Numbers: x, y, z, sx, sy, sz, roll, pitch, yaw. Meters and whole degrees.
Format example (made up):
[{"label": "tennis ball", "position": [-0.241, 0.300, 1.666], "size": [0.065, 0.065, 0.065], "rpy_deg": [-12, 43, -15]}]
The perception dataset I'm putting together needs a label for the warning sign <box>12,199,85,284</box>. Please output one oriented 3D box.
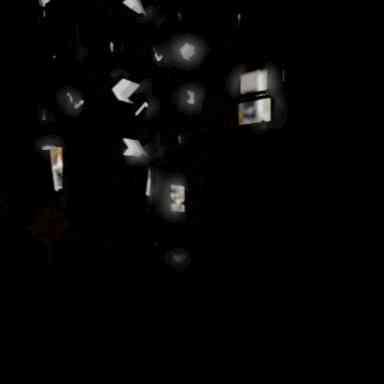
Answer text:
[{"label": "warning sign", "position": [-3.538, 1.121, 8.274], "size": [1.060, 1.860, 1.300], "rpy_deg": [0, 0, 35]}]
